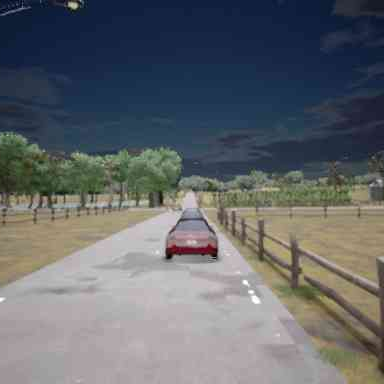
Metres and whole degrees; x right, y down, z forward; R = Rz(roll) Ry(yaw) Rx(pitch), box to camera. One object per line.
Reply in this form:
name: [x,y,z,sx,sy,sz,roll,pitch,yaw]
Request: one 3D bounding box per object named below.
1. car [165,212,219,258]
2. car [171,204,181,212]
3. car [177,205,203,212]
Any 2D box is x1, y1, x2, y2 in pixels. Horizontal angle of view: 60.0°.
car: [0.012,1.737,13.491,1.994,1.385,4.181,0,-1,1]
car: [-2.803,2.964,62.465,2.128,1.511,4.902,0,-2,1]
car: [0.014,2.054,28.657,1.994,1.385,4.181,0,-1,0]
